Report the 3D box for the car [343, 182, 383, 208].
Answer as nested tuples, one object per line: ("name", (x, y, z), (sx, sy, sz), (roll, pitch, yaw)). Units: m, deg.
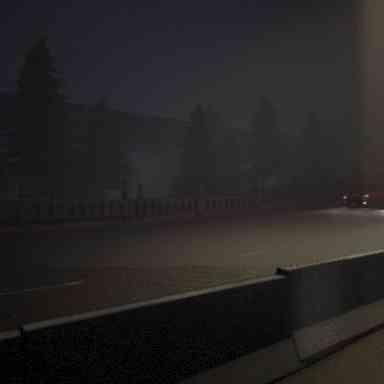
("car", (14.312, 0.192, 27.125), (4.553, 1.767, 2.097), (-7, 4, -35))
